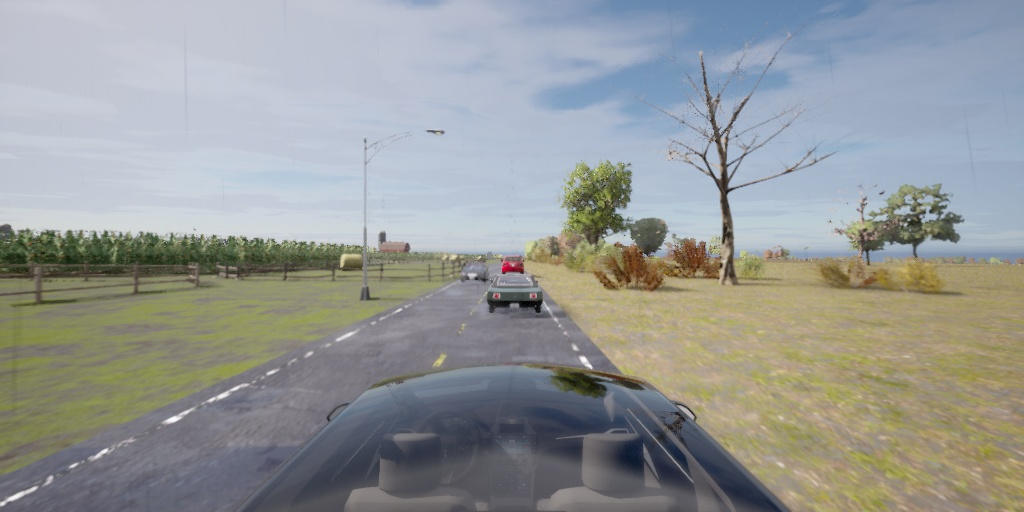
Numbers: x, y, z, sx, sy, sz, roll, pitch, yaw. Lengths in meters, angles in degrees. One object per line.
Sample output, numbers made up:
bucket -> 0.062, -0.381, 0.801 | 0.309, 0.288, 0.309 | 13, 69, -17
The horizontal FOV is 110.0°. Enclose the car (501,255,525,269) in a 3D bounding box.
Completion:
car -> 0.093, 0.969, 36.100 | 2.150, 2.045, 5.566 | 0, 0, 0

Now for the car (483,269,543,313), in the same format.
car -> 0.098, 1.344, 14.035 | 1.895, 1.301, 4.718 | 0, 0, 0

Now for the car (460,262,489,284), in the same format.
car -> -2.756, 1.236, 27.347 | 2.128, 1.511, 4.902 | 0, 0, 0
